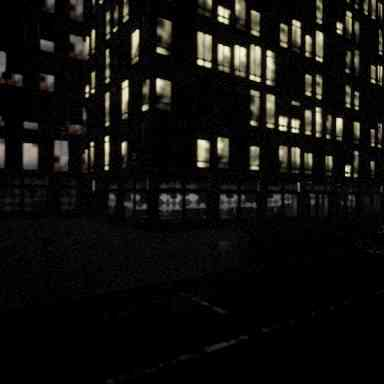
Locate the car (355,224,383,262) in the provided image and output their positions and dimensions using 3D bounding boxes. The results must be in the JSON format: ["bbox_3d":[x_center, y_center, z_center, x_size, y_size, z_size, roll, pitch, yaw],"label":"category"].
[{"bbox_3d":[7.405,1.685,11.564,4.403,1.369,2.008,1,-1,-36],"label":"car"}]
